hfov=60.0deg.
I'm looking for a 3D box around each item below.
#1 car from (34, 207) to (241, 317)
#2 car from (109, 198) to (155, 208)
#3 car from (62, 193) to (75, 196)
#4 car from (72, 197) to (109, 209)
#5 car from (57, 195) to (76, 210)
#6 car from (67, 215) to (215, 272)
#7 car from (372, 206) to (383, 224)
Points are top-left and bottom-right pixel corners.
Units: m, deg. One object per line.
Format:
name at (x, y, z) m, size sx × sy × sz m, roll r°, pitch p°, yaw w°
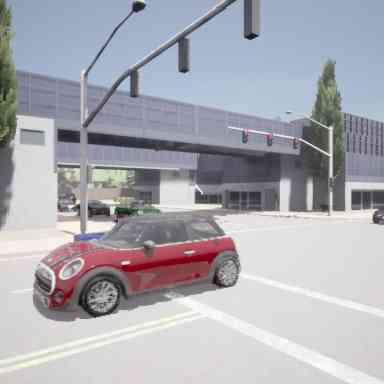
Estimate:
car at (-1.066, 1.352, 7.600) m, size 4.553 × 1.767 × 2.097 m, roll 0°, pitch 0°, yaw -36°
car at (-3.795, 1.352, 23.535) m, size 2.097 × 1.767 × 4.553 m, roll 0°, pitch 0°, yaw -36°
car at (-23.692, 1.221, 63.071) m, size 2.150 × 2.045 × 5.566 m, roll 0°, pitch 0°, yaw -36°
car at (-9.245, 1.478, 31.020) m, size 1.882 × 1.535 × 5.008 m, roll 0°, pitch 0°, yaw -36°
car at (-14.826, 1.492, 38.692) m, size 2.128 × 1.511 × 4.902 m, roll 0°, pitch 0°, yaw -36°
car at (-1.626, 1.601, 11.510) m, size 4.718 × 1.301 × 1.895 m, roll 0°, pitch 0°, yaw -36°
car at (14.644, 1.507, 23.623) m, size 4.892 × 1.490 × 1.837 m, roll 1°, pitch 0°, yaw -37°
